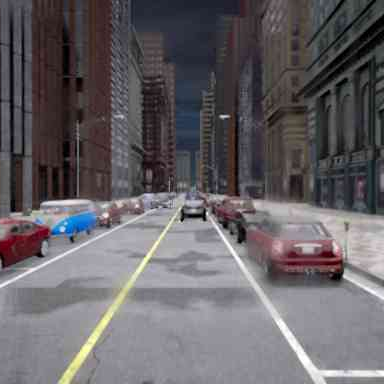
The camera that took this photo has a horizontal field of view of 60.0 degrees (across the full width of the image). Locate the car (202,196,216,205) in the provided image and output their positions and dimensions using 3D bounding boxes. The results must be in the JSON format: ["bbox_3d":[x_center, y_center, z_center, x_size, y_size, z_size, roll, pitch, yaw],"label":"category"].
[{"bbox_3d":[2.776,1.347,54.942,1.947,1.339,4.313,0,0,0],"label":"car"}]

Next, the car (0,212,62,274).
[{"bbox_3d":[-5.762,1.504,9.845,1.887,1.381,4.507,0,0,0],"label":"car"}]

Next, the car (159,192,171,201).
[{"bbox_3d":[-5.745,1.036,71.847,2.192,1.841,5.009,0,0,0],"label":"car"}]

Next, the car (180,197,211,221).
[{"bbox_3d":[0.109,1.397,26.418,2.163,1.488,4.792,0,0,0],"label":"car"}]

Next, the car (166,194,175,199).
[{"bbox_3d":[-5.739,1.213,88.757,2.008,1.369,4.403,0,0,0],"label":"car"}]

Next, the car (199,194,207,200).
[{"bbox_3d":[2.785,1.263,83.124,1.802,1.307,4.206,0,0,0],"label":"car"}]

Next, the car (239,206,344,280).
[{"bbox_3d":[2.763,1.400,9.851,1.967,1.590,4.097,0,0,0],"label":"car"}]

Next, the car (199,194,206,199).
[{"bbox_3d":[2.786,1.244,88.761,1.802,1.307,4.206,0,0,0],"label":"car"}]

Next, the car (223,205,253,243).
[{"bbox_3d":[2.765,1.503,15.489,1.947,1.339,4.313,0,0,0],"label":"car"}]

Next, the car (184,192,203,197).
[{"bbox_3d":[0.115,1.034,46.490,2.150,2.045,5.566,0,0,0],"label":"car"}]

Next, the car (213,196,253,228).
[{"bbox_3d":[2.766,1.230,21.124,2.192,1.841,5.009,0,0,0],"label":"car"}]

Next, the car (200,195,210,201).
[{"bbox_3d":[2.781,1.303,71.851,1.802,1.307,4.206,0,0,0],"label":"car"}]

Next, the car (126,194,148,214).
[{"bbox_3d":[-5.756,1.309,32.392,1.967,1.590,4.097,0,0,0],"label":"car"}]

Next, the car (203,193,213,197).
[{"bbox_3d":[2.773,1.264,43.669,1.967,1.590,4.097,0,0,0],"label":"car"}]

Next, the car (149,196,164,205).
[{"bbox_3d":[-5.749,1.332,54.938,2.008,1.369,4.403,0,0,0],"label":"car"}]

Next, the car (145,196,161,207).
[{"bbox_3d":[-5.750,1.328,49.132,1.752,1.417,4.829,0,0,0],"label":"car"}]

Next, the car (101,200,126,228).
[{"bbox_3d":[-5.759,1.354,21.118,1.967,1.590,4.097,0,0,0],"label":"car"}]

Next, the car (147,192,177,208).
[{"bbox_3d":[-2.990,0.834,33.665,2.097,1.767,4.553,0,0,0],"label":"car"}]

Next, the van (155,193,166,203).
[{"bbox_3d":[-5.748,1.102,60.574,1.690,1.788,3.998,0,0,0],"label":"van"}]

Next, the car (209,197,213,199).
[{"bbox_3d":[2.770,1.435,32.398,1.947,1.339,4.313,0,0,0],"label":"car"}]

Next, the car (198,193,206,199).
[{"bbox_3d":[2.787,1.084,94.396,1.967,1.590,4.097,0,0,0],"label":"car"}]

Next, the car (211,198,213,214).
[{"bbox_3d":[2.768,1.437,26.762,1.887,1.381,4.507,0,0,0],"label":"car"}]

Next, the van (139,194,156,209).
[{"bbox_3d":[-5.753,1.165,43.664,1.690,1.788,3.998,0,0,0],"label":"van"}]

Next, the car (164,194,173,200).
[{"bbox_3d":[-5.740,1.247,83.121,1.947,1.339,4.313,0,0,0],"label":"car"}]

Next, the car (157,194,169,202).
[{"bbox_3d":[-5.746,1.181,66.210,1.967,1.590,4.097,0,0,0],"label":"car"}]

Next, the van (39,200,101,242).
[{"bbox_3d":[-5.761,1.278,15.481,1.690,1.788,3.998,0,0,0],"label":"van"}]
